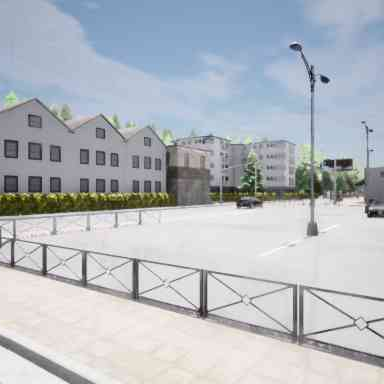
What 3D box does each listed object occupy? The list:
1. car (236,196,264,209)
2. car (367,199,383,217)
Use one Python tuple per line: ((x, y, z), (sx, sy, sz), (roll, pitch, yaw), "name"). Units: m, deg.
((7.360, 1.286, 41.957), (1.882, 1.535, 5.008), (0, 0, 35), "car")
((15.416, 1.298, 26.814), (2.007, 1.523, 4.514), (0, 0, 35), "car")
